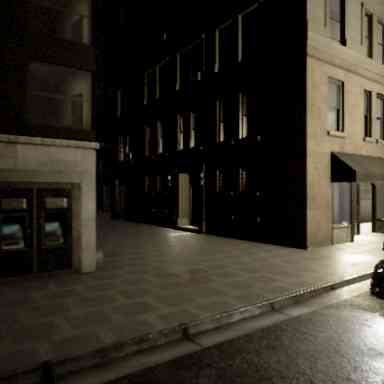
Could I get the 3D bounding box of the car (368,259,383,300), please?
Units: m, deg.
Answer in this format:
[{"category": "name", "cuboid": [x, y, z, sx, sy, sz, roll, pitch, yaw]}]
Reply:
[{"category": "car", "cuboid": [5.498, 1.526, 6.866, 4.181, 1.385, 1.994, 0, 0, -35]}]
